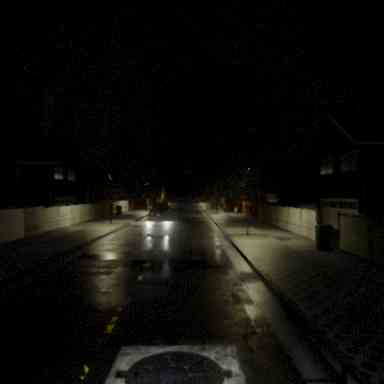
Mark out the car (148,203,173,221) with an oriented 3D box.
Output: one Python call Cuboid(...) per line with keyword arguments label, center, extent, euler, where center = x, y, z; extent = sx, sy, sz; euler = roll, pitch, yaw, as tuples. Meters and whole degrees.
Cuboid(label="car", center=(-2.856, 1.770, 30.509), extent=(1.837, 1.490, 4.892), euler=(0, -1, 0))
